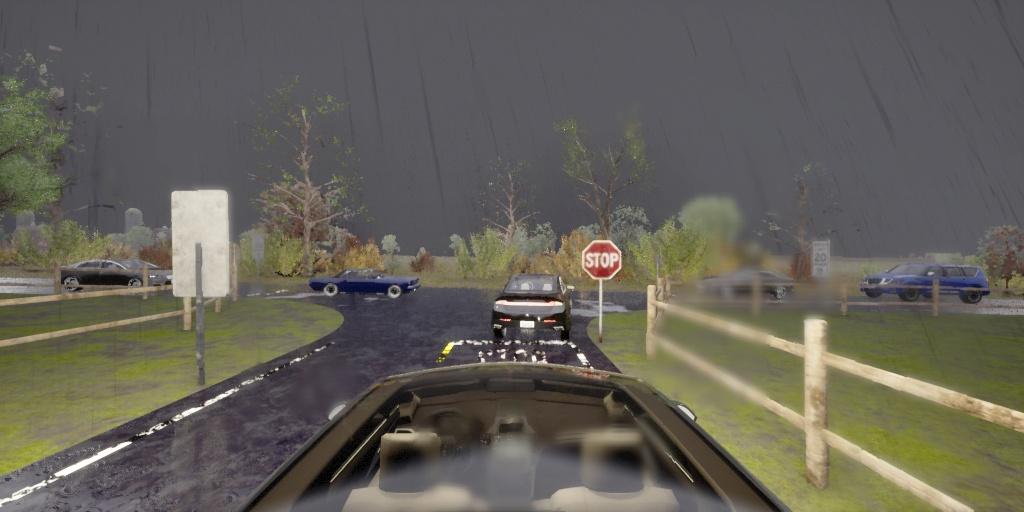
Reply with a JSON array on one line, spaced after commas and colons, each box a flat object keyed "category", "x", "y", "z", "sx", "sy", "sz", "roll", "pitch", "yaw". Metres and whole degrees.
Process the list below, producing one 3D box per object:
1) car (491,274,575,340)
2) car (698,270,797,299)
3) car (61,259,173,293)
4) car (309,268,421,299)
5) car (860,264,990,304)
[{"category": "car", "x": 0.706, "y": 1.240, "z": 10.029, "sx": 2.128, "sy": 1.511, "sz": 4.902, "roll": 0, "pitch": 0, "yaw": 9}, {"category": "car", "x": 13.003, "y": 1.525, "z": 19.988, "sx": 4.902, "sy": 1.511, "sz": 2.128, "roll": 1, "pitch": 1, "yaw": 0}, {"category": "car", "x": -18.490, "y": 0.885, "z": 17.075, "sx": 4.902, "sy": 1.511, "sz": 2.128, "roll": 1, "pitch": 1, "yaw": 0}, {"category": "car", "x": -6.823, "y": 1.248, "z": 17.059, "sx": 4.718, "sy": 1.301, "sz": 1.895, "roll": 1, "pitch": 1, "yaw": 0}, {"category": "car", "x": 22.899, "y": 1.466, "z": 19.977, "sx": 5.566, "sy": 2.045, "sz": 2.150, "roll": 1, "pitch": 1, "yaw": 0}]
